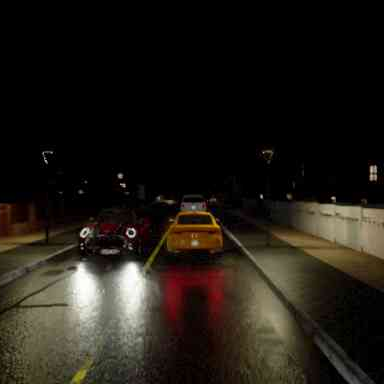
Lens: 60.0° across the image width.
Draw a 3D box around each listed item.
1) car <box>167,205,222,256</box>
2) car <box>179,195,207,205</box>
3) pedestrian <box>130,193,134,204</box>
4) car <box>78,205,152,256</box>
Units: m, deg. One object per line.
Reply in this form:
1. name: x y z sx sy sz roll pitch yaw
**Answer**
1. car: 0.098 1.499 13.207 1.882 1.535 5.008 0 0 0
2. car: 0.096 1.270 28.282 2.150 2.045 5.566 0 0 0
3. pedestrian: -9.683 0.972 53.464 0.375 1.860 0.375 0 0 1
4. car: -2.850 1.373 13.162 2.097 1.767 4.553 0 0 0
